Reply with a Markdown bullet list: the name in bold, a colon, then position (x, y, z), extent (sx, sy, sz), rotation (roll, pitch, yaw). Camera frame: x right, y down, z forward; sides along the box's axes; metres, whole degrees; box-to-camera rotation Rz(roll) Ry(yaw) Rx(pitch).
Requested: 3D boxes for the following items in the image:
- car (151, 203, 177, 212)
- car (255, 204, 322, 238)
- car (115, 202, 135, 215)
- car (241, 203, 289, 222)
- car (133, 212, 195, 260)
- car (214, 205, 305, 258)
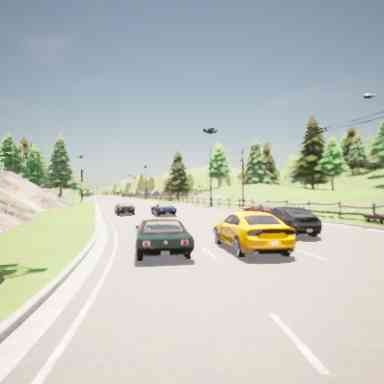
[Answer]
- **car**: position (-2.920, 1.728, 33.497), extent (1.895, 1.301, 4.718), rotation (0, 0, -16)
- **car**: position (4.916, 1.516, 17.598), extent (1.837, 1.490, 4.892), rotation (0, 0, -11)
- **car**: position (-7.380, 1.776, 36.334), extent (1.895, 1.301, 4.718), rotation (0, 0, -16)
- **car**: position (5.952, 1.632, 27.847), extent (1.895, 1.301, 4.718), rotation (0, 0, -15)
- **car**: position (-1.199, 1.650, 12.653), extent (1.895, 1.301, 4.718), rotation (0, 0, -10)
- **car**: position (2.216, 1.497, 12.998), extent (1.882, 1.535, 5.008), rotation (0, 0, -9)
